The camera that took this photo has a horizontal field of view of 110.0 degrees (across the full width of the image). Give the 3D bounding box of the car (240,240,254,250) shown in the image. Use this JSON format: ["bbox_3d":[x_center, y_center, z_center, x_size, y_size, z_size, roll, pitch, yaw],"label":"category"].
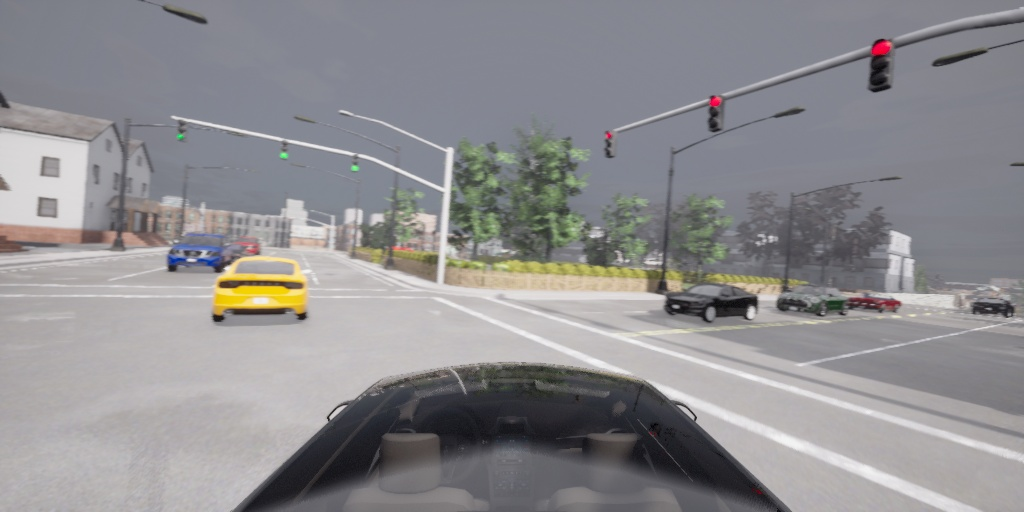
[{"bbox_3d":[-22.668,-0.315,29.055,2.033,1.411,5.357,4,0,-31],"label":"car"}]

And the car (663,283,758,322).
[{"bbox_3d":[8.817,1.941,15.808,5.008,1.535,1.882,4,0,-31],"label":"car"}]

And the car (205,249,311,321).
[{"bbox_3d":[-6.818,0.757,10.041,1.882,1.535,5.008,4,0,-31],"label":"car"}]

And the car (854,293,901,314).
[{"bbox_3d":[26.355,3.371,26.151,4.718,1.301,1.895,4,0,-30],"label":"car"}]

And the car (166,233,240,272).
[{"bbox_3d":[-17.260,-0.246,20.147,2.150,2.045,5.566,4,0,-31],"label":"car"}]

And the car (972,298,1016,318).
[{"bbox_3d":[41.239,4.377,30.685,5.008,1.535,1.882,5,-1,-31],"label":"car"}]

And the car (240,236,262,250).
[{"bbox_3d":[-28.146,-1.042,38.247,2.150,2.045,5.566,4,0,-31],"label":"car"}]

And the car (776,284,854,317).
[{"bbox_3d":[17.560,2.466,20.966,4.553,1.767,2.097,4,0,-30],"label":"car"}]
